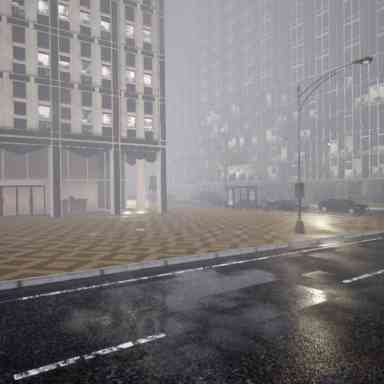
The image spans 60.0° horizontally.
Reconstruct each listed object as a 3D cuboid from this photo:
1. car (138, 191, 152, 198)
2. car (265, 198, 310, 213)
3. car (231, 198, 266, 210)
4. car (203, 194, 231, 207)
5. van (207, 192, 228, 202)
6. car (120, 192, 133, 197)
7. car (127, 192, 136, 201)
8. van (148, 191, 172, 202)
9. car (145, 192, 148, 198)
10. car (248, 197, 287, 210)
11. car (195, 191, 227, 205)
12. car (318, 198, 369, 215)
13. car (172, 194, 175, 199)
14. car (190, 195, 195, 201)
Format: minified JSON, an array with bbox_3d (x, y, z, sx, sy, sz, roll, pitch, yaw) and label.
[{"bbox_3d":[-11.630,0.686,81.861,1.967,1.590,4.097,0,1,-34],"label":"car"},{"bbox_3d":[10.270,1.424,34.860,1.947,1.339,4.313,0,1,-34],"label":"car"},{"bbox_3d":[7.071,1.388,39.561,1.802,1.307,4.206,0,1,-34],"label":"car"},{"bbox_3d":[3.906,1.319,44.281,1.947,1.339,4.313,0,1,-34],"label":"car"},{"bbox_3d":[4.436,0.855,58.419,1.690,1.788,3.998,0,1,-34],"label":"van"},{"bbox_3d":[-18.056,0.688,91.238,2.008,1.369,4.403,0,1,-34],"label":"car"},{"bbox_3d":[-12.116,1.039,67.750,2.008,1.369,4.403,0,1,-34],"label":"car"},{"bbox_3d":[-5.689,0.937,58.371,1.690,1.788,3.998,0,1,-34],"label":"van"},{"bbox_3d":[-8.417,0.615,77.171,2.192,1.841,5.009,0,1,-34],"label":"car"},{"bbox_3d":[9.269,1.363,41.118,1.895,1.301,4.718,-1,1,-34],"label":"car"},{"bbox_3d":[3.254,0.887,49.897,2.150,2.045,5.566,-1,1,-35],"label":"car"},{"bbox_3d":[14.877,1.358,32.913,1.837,1.490,4.892,-1,1,-34],"label":"car"},{"bbox_3d":[-5.203,0.936,72.487,1.802,1.307,4.206,0,1,-34],"label":"car"},{"bbox_3d":[1.224,1.043,63.110,1.802,1.307,4.206,0,1,-34],"label":"car"}]
